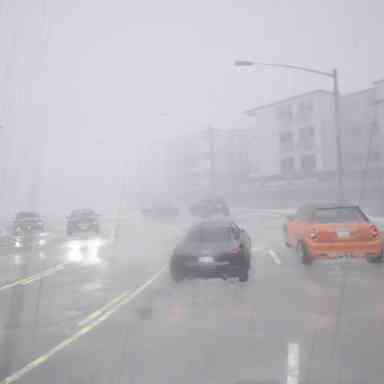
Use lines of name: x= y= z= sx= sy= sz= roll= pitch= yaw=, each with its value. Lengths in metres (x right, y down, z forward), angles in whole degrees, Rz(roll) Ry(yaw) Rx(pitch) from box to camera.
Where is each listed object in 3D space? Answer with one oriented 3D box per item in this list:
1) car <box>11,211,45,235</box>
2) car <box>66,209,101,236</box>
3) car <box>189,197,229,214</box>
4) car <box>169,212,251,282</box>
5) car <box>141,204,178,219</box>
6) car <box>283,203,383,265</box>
car: x=-11.913 y=2.143 z=24.168 sx=1.837 sy=1.490 sz=4.892 roll=-2 pitch=0 yaw=-28
car: x=-7.041 y=1.869 z=21.609 sx=2.128 sy=1.511 sz=4.902 roll=-3 pitch=0 yaw=-18
car: x=1.400 y=1.279 z=29.137 sx=2.097 sy=1.767 sz=4.553 roll=-3 pitch=0 yaw=-22
car: x=0.676 y=1.528 z=9.726 sx=1.994 sy=1.385 sz=4.181 roll=-3 pitch=0 yaw=10
car: x=-3.099 y=1.768 z=30.656 sx=1.895 sy=1.301 sz=4.718 roll=-3 pitch=0 yaw=-29
car: x=4.287 y=1.123 z=10.883 sx=2.097 sy=1.767 sz=4.553 roll=-3 pitch=0 yaw=8
